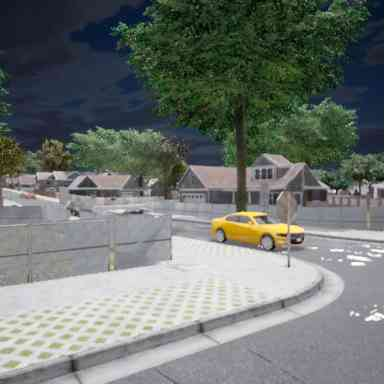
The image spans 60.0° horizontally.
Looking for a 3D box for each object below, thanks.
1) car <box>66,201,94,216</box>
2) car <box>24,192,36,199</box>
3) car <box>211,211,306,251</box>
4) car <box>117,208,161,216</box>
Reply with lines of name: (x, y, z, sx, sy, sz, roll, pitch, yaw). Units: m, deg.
car: (-13.052, 1.888, 38.649, 2.097, 1.767, 4.553, 0, 0, -35)
car: (-39.507, 0.755, 81.069, 2.097, 1.767, 4.553, 0, 2, -35)
car: (2.961, 1.714, 15.695, 1.882, 1.535, 5.008, 0, 0, -35)
car: (-4.092, 1.959, 25.740, 1.895, 1.301, 4.718, 0, 0, -35)
